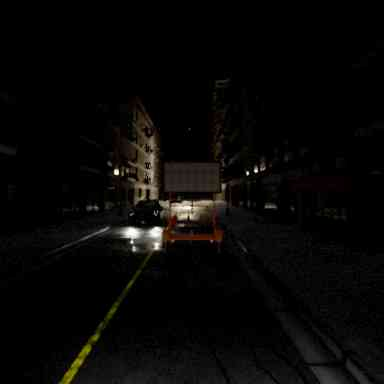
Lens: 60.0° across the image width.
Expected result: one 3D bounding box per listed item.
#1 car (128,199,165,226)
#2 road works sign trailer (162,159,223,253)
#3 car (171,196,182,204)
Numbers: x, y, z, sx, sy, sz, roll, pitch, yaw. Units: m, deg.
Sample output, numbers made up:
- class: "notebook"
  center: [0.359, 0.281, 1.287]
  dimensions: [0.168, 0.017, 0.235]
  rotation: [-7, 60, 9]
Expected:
- class: "car"
  center: [-3.092, 1.338, 23.274]
  dimensions: [2.097, 1.767, 4.553]
  rotation: [0, 0, 0]
- class: "road works sign trailer"
  center: [0.010, 0.454, 13.702]
  dimensions: [2.380, 3.560, 2.880]
  rotation: [0, 0, 0]
- class: "car"
  center: [-2.989, 1.566, 64.955]
  dimensions: [2.033, 1.411, 5.357]
  rotation: [0, 0, 0]
